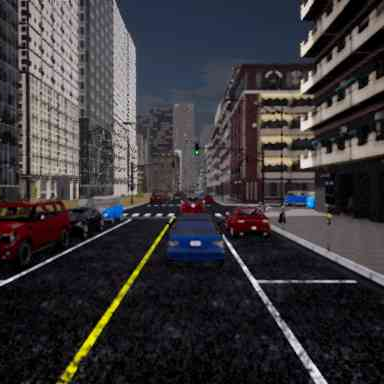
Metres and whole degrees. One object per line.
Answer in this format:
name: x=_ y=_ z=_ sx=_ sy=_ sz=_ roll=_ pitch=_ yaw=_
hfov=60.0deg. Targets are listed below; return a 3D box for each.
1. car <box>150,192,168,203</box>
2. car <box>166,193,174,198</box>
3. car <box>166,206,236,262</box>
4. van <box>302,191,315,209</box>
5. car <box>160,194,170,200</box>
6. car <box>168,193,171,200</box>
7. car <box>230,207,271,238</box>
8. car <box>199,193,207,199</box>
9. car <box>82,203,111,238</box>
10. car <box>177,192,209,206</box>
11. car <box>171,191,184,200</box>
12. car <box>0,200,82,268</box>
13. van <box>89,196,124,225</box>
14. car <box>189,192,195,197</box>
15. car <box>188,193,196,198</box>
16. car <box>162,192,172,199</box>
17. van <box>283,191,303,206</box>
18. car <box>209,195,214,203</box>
car: x=-5.711 y=0.890 z=54.529 sx=2.192 sy=1.841 sz=5.009 roll=0 pitch=0 yaw=0
car: x=-5.720 y=0.873 z=87.525 sx=1.752 sy=1.417 sz=4.829 roll=0 pitch=0 yaw=0
car: x=0.099 y=1.450 z=11.685 sx=2.033 sy=1.411 sz=5.357 roll=0 pitch=0 yaw=0
van: x=13.721 y=0.880 z=33.709 sx=3.998 sy=1.788 sz=1.690 roll=-1 pitch=1 yaw=0
car: x=-5.715 y=1.023 z=71.114 sx=1.947 sy=1.339 sz=4.313 roll=0 pitch=0 yaw=0
car: x=-5.713 y=1.040 z=65.585 sx=1.887 sy=1.381 sz=4.507 roll=0 pitch=0 yaw=0
car: x=2.681 y=1.407 z=16.620 sx=1.887 sy=1.381 sz=4.507 roll=0 pitch=0 yaw=0
car: x=2.662 y=0.948 z=82.170 sx=1.947 sy=1.339 sz=4.313 roll=0 pitch=0 yaw=0
car: x=-5.699 y=1.428 z=16.619 sx=1.947 sy=1.339 sz=4.313 roll=0 pitch=0 yaw=0
car: x=0.092 y=1.121 z=28.431 sx=2.097 sy=1.767 sz=4.553 roll=0 pitch=0 yaw=0
car: x=-3.019 y=0.990 z=69.774 sx=1.812 sy=1.442 sz=4.674 roll=0 pitch=0 yaw=0
car: x=-5.698 y=1.222 z=11.094 sx=2.192 sy=1.841 sz=5.009 roll=0 pitch=0 yaw=0
van: x=-5.701 y=1.160 z=22.140 sx=1.690 sy=1.788 sz=3.998 roll=0 pitch=0 yaw=0
car: x=-0.027 y=0.674 z=94.835 sx=1.812 sy=1.442 sz=4.674 roll=0 pitch=0 yaw=0
car: x=-0.025 y=0.910 z=84.832 sx=1.994 sy=1.385 sz=4.181 roll=0 pitch=0 yaw=0
car: x=-5.717 y=0.859 z=76.640 sx=1.967 sy=1.590 sz=4.097 roll=0 pitch=0 yaw=0
van: x=13.697 y=0.775 z=42.088 sx=3.998 sy=1.788 sz=1.690 roll=-1 pitch=2 yaw=0
car: x=2.670 y=1.120 z=54.533 sx=1.887 sy=1.381 sz=4.507 roll=0 pitch=0 yaw=0
